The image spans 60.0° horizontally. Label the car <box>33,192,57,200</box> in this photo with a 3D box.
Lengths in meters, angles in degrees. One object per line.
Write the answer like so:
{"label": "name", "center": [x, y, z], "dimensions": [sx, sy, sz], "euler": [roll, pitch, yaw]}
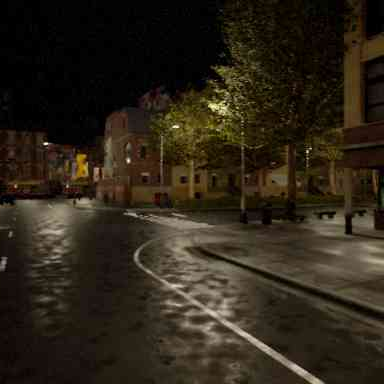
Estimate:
{"label": "car", "center": [-28.469, 0.814, 65.641], "dimensions": [2.128, 1.511, 4.902], "euler": [0, 1, 6]}

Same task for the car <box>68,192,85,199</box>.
{"label": "car", "center": [-24.346, 0.777, 70.356], "dimensions": [1.994, 1.385, 4.181], "euler": [0, 1, 12]}

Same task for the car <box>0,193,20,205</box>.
{"label": "car", "center": [-24.999, 1.028, 45.136], "dimensions": [1.837, 1.490, 4.892], "euler": [-1, 1, -22]}

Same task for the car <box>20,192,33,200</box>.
{"label": "car", "center": [-32.029, 0.901, 64.915], "dimensions": [1.895, 1.301, 4.718], "euler": [0, 1, 3]}

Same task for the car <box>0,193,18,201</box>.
{"label": "car", "center": [-35.560, 0.879, 63.800], "dimensions": [1.994, 1.385, 4.181], "euler": [0, 1, 0]}
